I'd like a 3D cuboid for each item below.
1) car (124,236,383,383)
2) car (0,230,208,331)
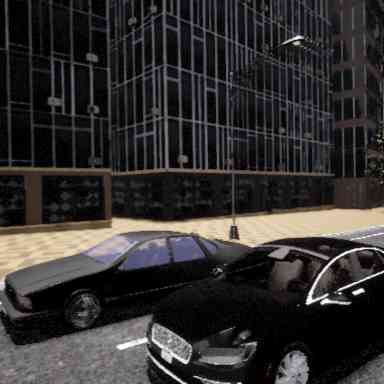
[{"bbox_3d":[1.665,1.506,5.024,4.892,1.490,1.837,0,0,-37],"label":"car"},{"bbox_3d":[-0.955,1.555,7.086,5.357,1.411,2.033,0,0,-37],"label":"car"}]
